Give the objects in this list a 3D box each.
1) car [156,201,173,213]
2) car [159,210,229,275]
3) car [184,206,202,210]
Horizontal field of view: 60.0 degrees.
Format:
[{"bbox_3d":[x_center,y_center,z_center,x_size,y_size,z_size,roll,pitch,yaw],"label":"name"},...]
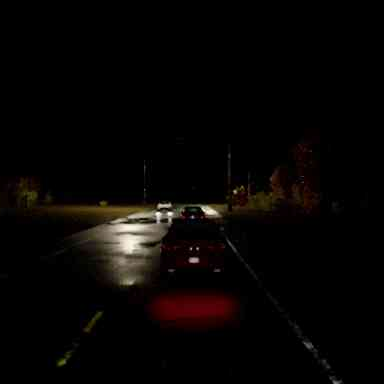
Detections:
[{"bbox_3d":[-3.594,1.948,44.427,1.812,1.442,4.674,0,-1,0],"label":"car"},{"bbox_3d":[0.067,1.579,10.800,1.882,1.535,5.008,0,-1,0],"label":"car"},{"bbox_3d":[0.066,1.781,24.988,2.033,1.411,5.357,0,-1,0],"label":"car"}]
